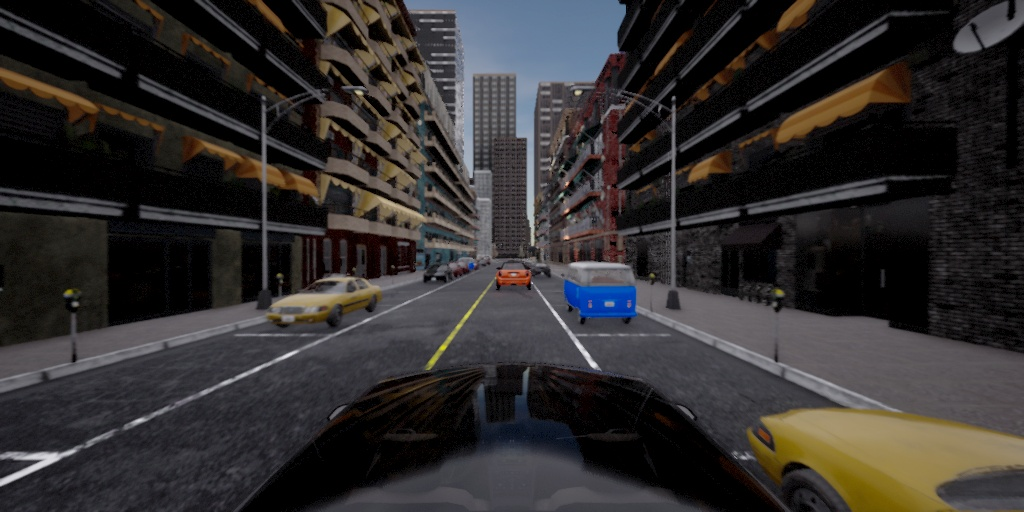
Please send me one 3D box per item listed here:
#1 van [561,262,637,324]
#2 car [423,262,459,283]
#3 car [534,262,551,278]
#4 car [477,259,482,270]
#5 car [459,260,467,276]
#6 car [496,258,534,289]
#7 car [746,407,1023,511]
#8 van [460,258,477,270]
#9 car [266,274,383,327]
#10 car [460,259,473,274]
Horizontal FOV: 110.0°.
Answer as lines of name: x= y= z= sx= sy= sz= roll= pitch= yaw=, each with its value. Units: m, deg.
van: x=2.686 y=1.091 z=11.700 sx=1.690 sy=1.789 sz=3.998 roll=0 pitch=0 yaw=0
car: x=-5.698 y=1.318 z=28.280 sx=1.948 sy=1.339 sz=4.313 roll=0 pitch=0 yaw=0
car: x=2.682 y=1.303 z=33.792 sx=2.007 sy=1.370 sz=4.403 roll=0 pitch=0 yaw=0
car: x=-5.703 y=1.197 z=50.374 sx=1.967 sy=1.591 sz=4.097 roll=0 pitch=0 yaw=0
car: x=-5.699 y=1.298 z=33.804 sx=1.888 sy=1.381 sz=4.507 roll=0 pitch=0 yaw=0
car: x=0.096 y=1.103 z=23.072 sx=2.097 sy=1.767 sz=4.553 roll=0 pitch=0 yaw=0
car: x=2.689 y=1.276 z=0.822 sx=1.751 sy=1.417 sz=4.829 roll=0 pitch=0 yaw=0
van: x=-5.702 y=1.096 z=44.851 sx=1.690 sy=1.789 sz=3.998 roll=0 pitch=0 yaw=0
car: x=-5.695 y=1.276 z=11.540 sx=1.751 sy=1.417 sz=4.829 roll=0 pitch=0 yaw=0
car: x=-5.701 y=1.299 z=39.328 sx=1.888 sy=1.381 sz=4.507 roll=0 pitch=0 yaw=0
